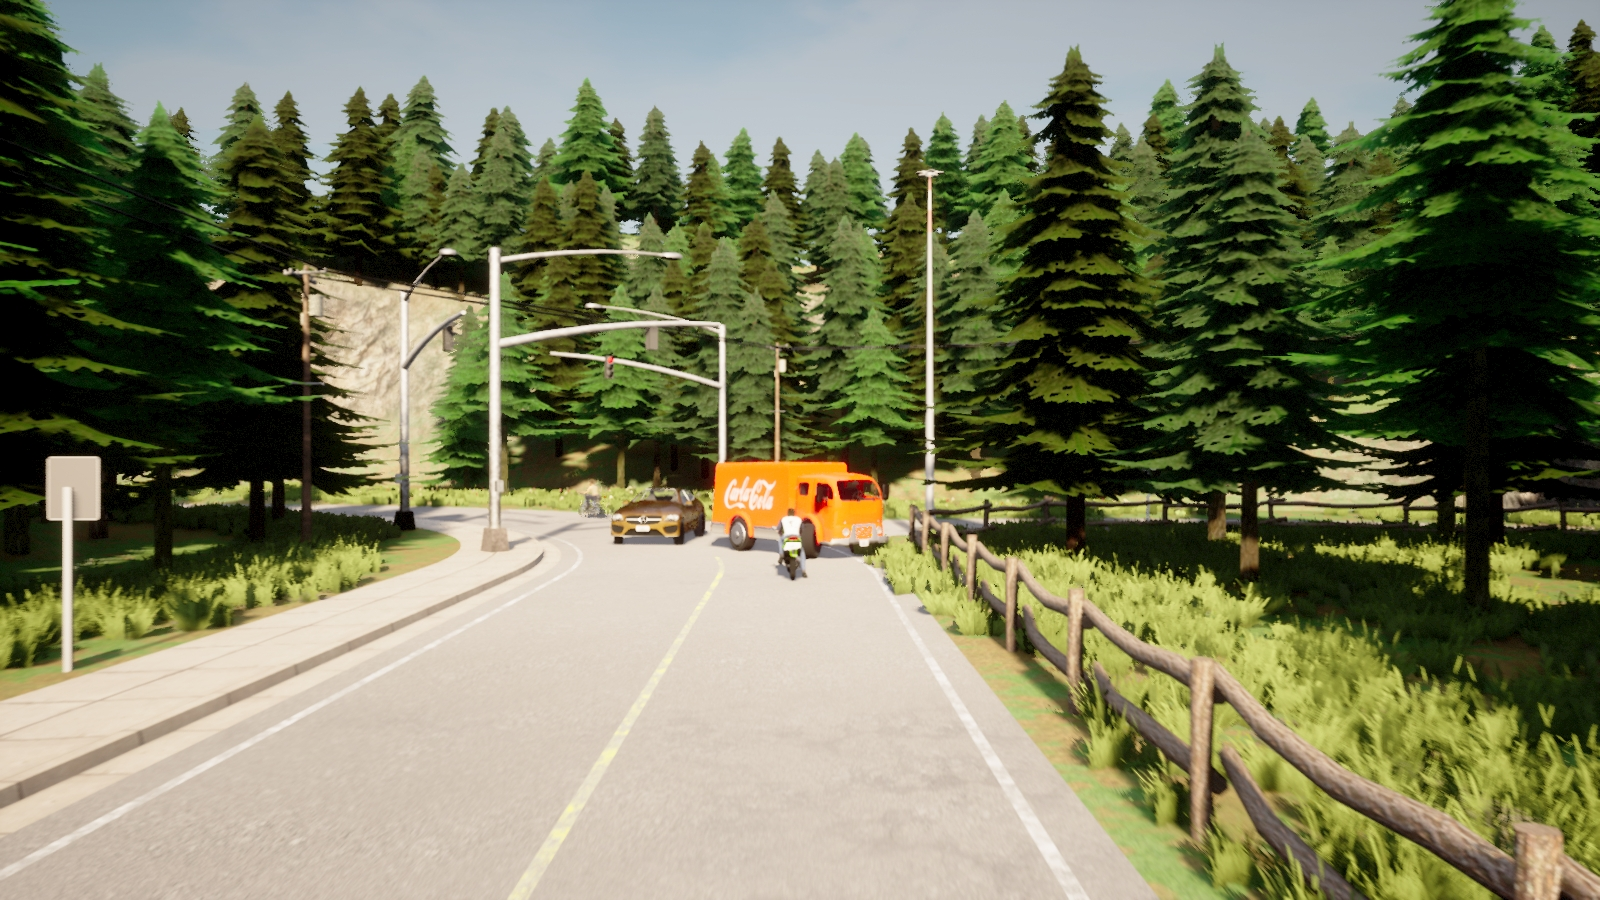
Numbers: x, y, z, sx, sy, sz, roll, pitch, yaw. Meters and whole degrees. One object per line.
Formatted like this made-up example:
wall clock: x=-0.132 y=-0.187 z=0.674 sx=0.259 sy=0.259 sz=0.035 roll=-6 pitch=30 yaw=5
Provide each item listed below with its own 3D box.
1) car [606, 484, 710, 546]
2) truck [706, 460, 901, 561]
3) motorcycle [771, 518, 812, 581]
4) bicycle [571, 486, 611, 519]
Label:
car: x=-4.304 y=1.954 z=35.521 sx=2.152 sy=1.651 sz=5.027 roll=0 pitch=0 yaw=6
truck: x=-0.006 y=1.528 z=31.311 sx=2.627 sy=2.467 sz=5.204 roll=0 pitch=0 yaw=-39
motorcycle: x=-0.196 y=2.148 z=25.065 sx=0.803 sy=1.199 sz=2.033 roll=0 pitch=0 yaw=-3
bicycle: x=-8.487 y=2.111 z=46.418 sx=1.487 sy=1.276 sz=0.859 roll=0 pitch=0 yaw=40
